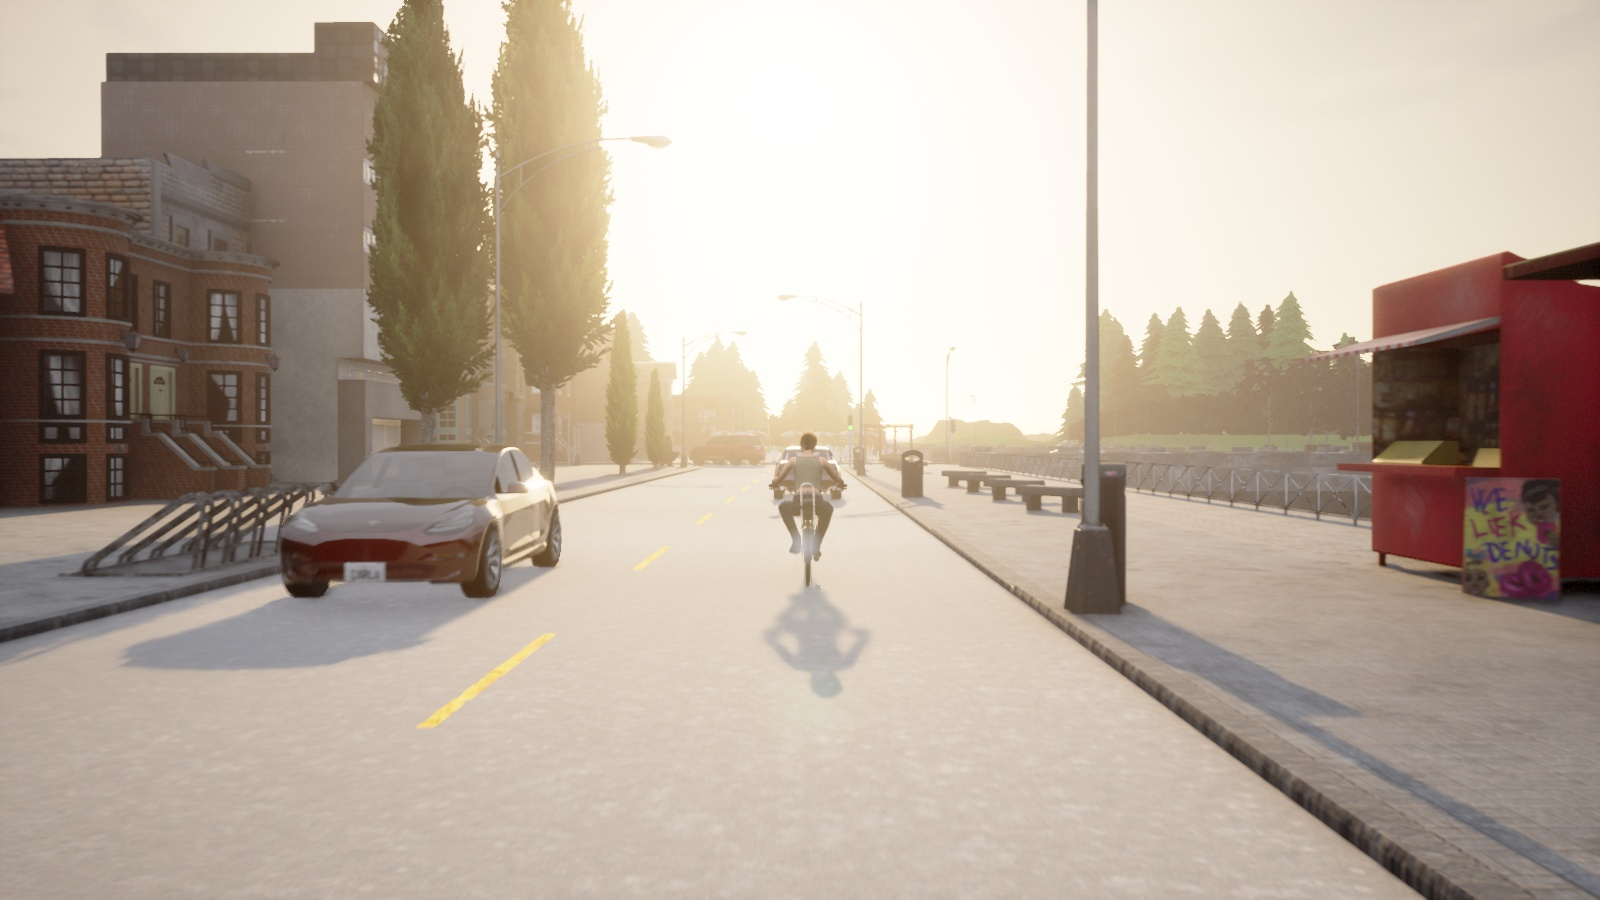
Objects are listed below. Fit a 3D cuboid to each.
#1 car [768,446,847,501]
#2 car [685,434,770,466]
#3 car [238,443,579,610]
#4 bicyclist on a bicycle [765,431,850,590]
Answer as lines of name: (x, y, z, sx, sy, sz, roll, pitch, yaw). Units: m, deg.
car: (0.208, 0.596, 34.950, 2.033, 1.411, 5.357, 0, 0, 0)
car: (-4.808, -0.005, 82.331, 5.566, 2.045, 2.150, 0, 0, 39)
car: (-3.909, 0.666, 13.575, 2.163, 1.488, 4.792, 0, 0, 0)
bicyclist on a bicycle: (0.085, 0.607, 13.478, 0.866, 1.612, 1.509, 0, 0, 1)
